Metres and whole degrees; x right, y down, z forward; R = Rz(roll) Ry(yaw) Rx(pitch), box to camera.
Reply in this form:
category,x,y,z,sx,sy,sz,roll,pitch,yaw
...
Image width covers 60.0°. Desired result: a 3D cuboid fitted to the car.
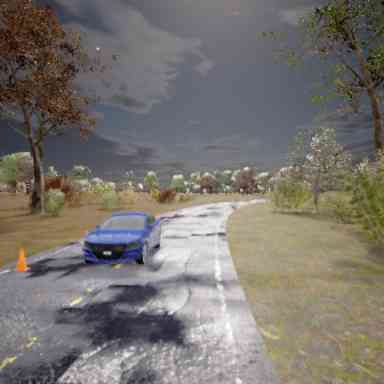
category,x,y,z,sx,sy,sz,roll,pitch,yaw
car,-2.281,1.495,12.054,1.882,1.535,5.008,0,0,4

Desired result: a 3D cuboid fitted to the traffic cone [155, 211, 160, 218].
category,x,y,z,sx,sy,sz,roll,pitch,yaw
traffic cone,-3.074,2.001,29.847,0.340,0.580,0.340,0,0,8

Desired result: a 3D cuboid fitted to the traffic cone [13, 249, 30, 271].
category,x,y,z,sx,sy,sz,roll,pitch,yaw
traffic cone,-4.958,1.963,9.697,0.340,0.580,0.340,0,0,3

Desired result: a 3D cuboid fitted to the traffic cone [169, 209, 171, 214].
category,x,y,z,sx,sy,sz,roll,pitch,yaw
traffic cone,-2.319,2.012,34.851,0.340,0.580,0.340,0,0,9
